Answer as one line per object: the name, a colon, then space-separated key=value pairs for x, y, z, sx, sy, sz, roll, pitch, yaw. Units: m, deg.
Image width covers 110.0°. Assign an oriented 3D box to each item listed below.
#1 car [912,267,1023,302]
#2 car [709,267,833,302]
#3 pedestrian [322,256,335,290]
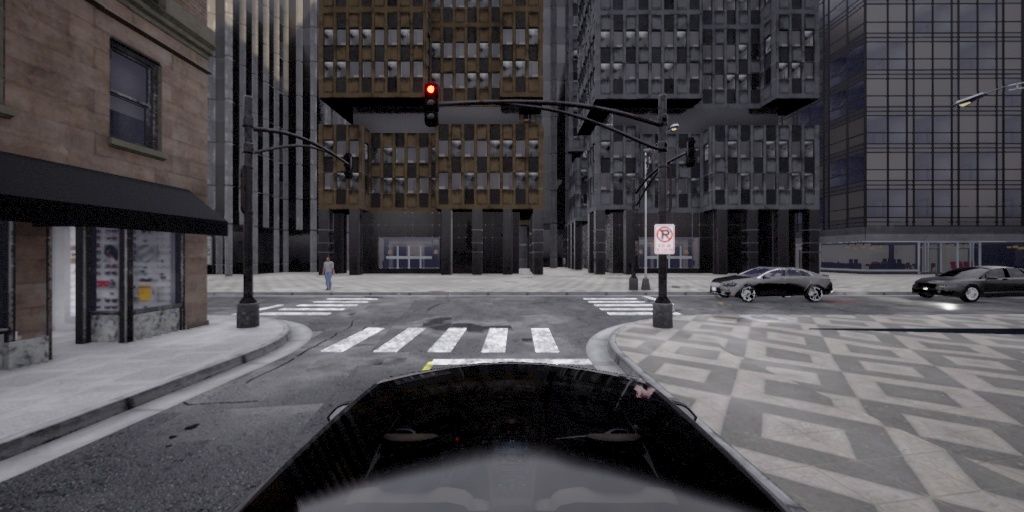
car: x=21.149 y=1.229 z=16.211 sx=4.892 sy=1.490 sz=1.837 roll=0 pitch=0 yaw=1
car: x=11.629 y=1.229 z=16.274 sx=4.902 sy=1.511 sz=2.128 roll=0 pitch=0 yaw=0
pedestrian: x=-9.935 y=0.910 z=19.446 sx=0.375 sy=1.860 sz=0.375 roll=0 pitch=0 yaw=0
